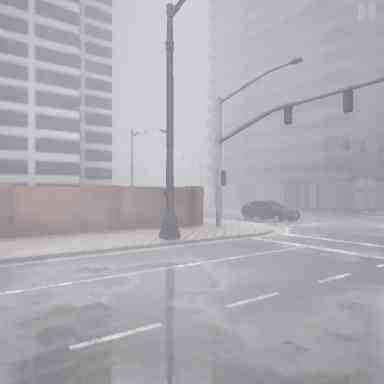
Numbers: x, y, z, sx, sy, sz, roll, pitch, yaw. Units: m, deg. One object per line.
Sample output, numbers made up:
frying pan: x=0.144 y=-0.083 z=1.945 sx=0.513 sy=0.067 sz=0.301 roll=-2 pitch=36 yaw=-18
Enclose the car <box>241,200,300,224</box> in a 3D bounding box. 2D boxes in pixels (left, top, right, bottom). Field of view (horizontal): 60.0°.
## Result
car: x=5.877 y=1.418 z=25.291 sx=1.837 sy=1.490 sz=4.892 roll=0 pitch=1 yaw=-36
